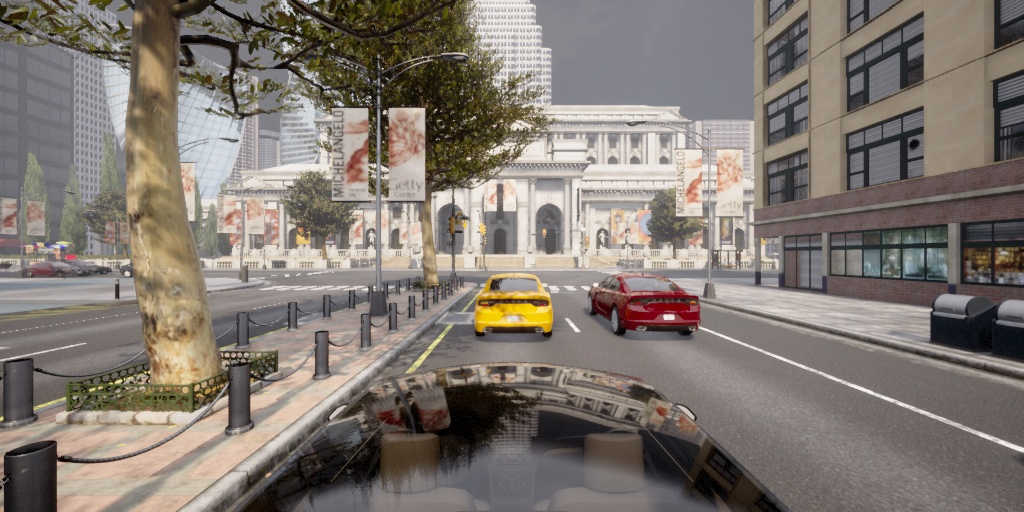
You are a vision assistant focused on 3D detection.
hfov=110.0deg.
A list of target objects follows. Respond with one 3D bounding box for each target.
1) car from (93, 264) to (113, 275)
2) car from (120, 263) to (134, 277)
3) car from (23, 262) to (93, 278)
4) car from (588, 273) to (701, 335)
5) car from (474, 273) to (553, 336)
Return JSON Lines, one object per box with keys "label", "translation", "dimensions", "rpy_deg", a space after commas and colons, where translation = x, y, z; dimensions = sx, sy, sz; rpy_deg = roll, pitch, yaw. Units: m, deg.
{"label": "car", "translation": [-45.302, 1.297, 37.505], "dimensions": [5.357, 1.411, 2.033], "rpy_deg": [0, 0, 0]}
{"label": "car", "translation": [-34.180, 1.255, 34.044], "dimensions": [4.892, 1.490, 1.837], "rpy_deg": [0, 0, 0]}
{"label": "car", "translation": [-43.379, 1.276, 34.012], "dimensions": [4.674, 1.442, 1.812], "rpy_deg": [0, 0, -1]}
{"label": "car", "translation": [3.557, 1.228, 10.560], "dimensions": [1.882, 1.535, 5.008], "rpy_deg": [0, 0, 0]}
{"label": "car", "translation": [0.055, 1.228, 10.381], "dimensions": [1.882, 1.535, 5.008], "rpy_deg": [0, 0, 1]}
